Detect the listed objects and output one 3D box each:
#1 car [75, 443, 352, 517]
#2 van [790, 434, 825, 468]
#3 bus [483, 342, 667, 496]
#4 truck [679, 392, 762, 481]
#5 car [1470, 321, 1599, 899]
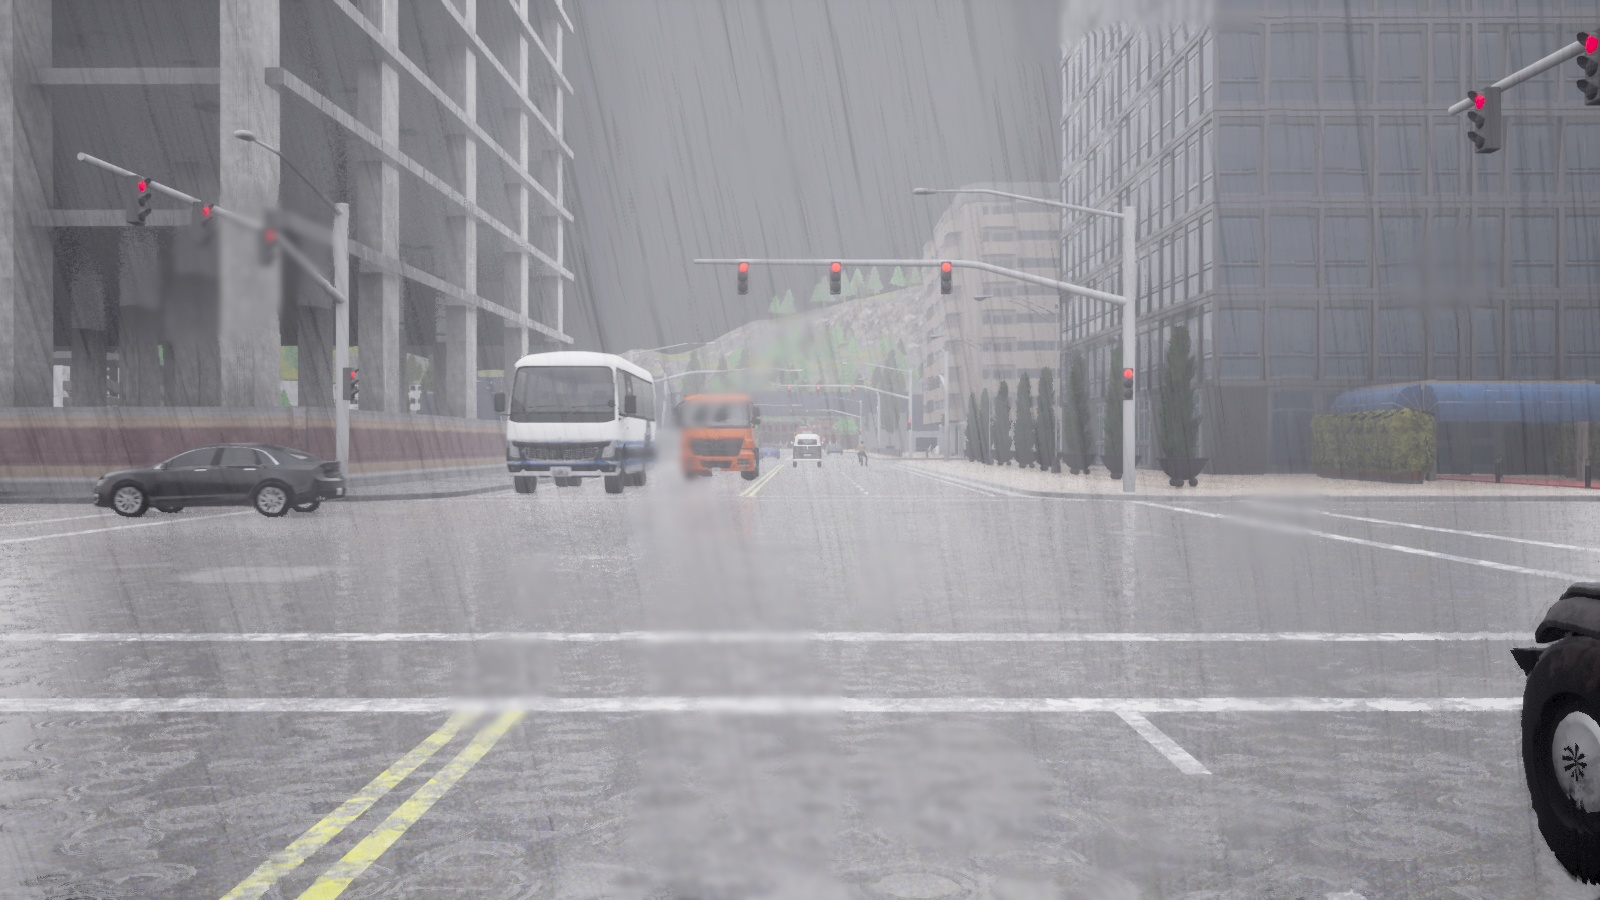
[{"bbox_3d":[-12.073,0.594,26.081,4.892,1.490,1.837,0,0,0],"label":"car"},{"bbox_3d":[0.452,0.032,77.677,2.069,2.038,4.480,0,0,0],"label":"van"},{"bbox_3d":[-6.760,-0.860,39.902,3.944,4.253,10.273,0,0,0],"label":"bus"},{"bbox_3d":[-3.190,-0.532,52.428,2.891,3.462,7.936,0,0,0],"label":"truck"},{"bbox_3d":[3.532,0.529,2.910,1.905,1.878,3.866,0,0,0],"label":"car"}]
